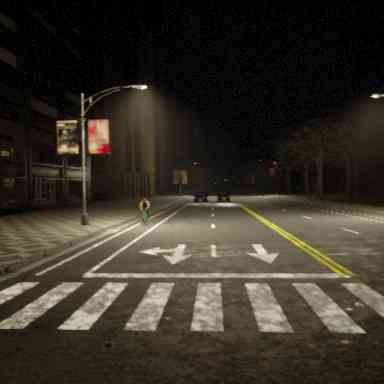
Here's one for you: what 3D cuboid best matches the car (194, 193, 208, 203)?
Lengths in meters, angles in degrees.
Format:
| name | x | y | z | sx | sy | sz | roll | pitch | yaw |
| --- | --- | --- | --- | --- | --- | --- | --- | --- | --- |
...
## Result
| name | x | y | z | sx | sy | sz | roll | pitch | yaw |
| --- | --- | --- | --- | --- | --- | --- | --- | --- | --- |
| car | 1.310 | 0.810 | 48.498 | 1.812 | 1.442 | 4.674 | -1 | 1 | 3 |

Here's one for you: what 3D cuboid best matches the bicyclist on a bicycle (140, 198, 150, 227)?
| name | x | y | z | sx | sy | sz | roll | pitch | yaw |
| --- | --- | --- | --- | --- | --- | --- | --- | --- | --- |
| bicyclist on a bicycle | -2.707 | 1.159 | 19.144 | 0.582 | 1.620 | 1.656 | -1 | 1 | 3 |

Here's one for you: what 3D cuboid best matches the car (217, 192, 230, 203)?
| name | x | y | z | sx | sy | sz | roll | pitch | yaw |
| --- | --- | --- | --- | --- | --- | --- | --- | --- | --- |
| car | 4.554 | 0.732 | 48.302 | 2.128 | 1.511 | 4.902 | -1 | 1 | 3 |
